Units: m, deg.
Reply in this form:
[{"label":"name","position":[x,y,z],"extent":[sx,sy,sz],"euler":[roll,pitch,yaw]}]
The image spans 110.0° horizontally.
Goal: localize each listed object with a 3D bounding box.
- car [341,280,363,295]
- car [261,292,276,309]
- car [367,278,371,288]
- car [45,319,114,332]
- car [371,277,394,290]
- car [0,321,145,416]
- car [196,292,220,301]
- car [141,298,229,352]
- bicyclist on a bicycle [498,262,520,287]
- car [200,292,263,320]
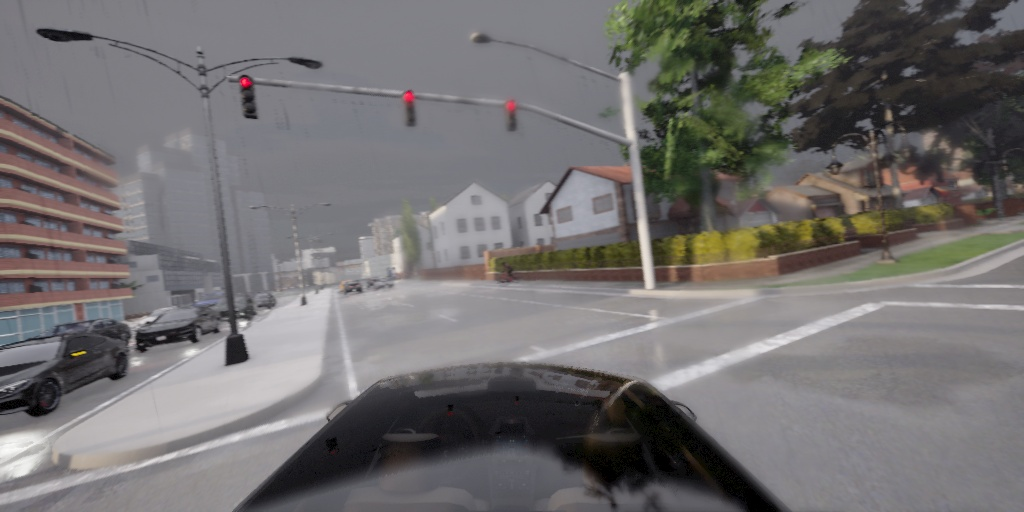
[{"label":"car","position":[-18.254,3.586,41.132],"extent":[1.837,1.490,4.892],"euler":[-7,0,-26]},{"label":"car","position":[-23.511,4.210,33.590],"extent":[2.128,1.511,4.902],"euler":[-7,0,-27]},{"label":"car","position":[-20.662,3.908,53.702],"extent":[1.837,1.490,4.892],"euler":[-7,0,-27]},{"label":"car","position":[-18.134,3.509,14.981],"extent":[2.128,1.511,4.902],"euler":[-7,0,-26]},{"label":"car","position":[-15.774,3.379,44.104],"extent":[1.895,1.301,4.718],"euler":[-7,0,-27]},{"label":"car","position":[-10.838,2.625,8.198],"extent":[1.812,1.442,4.674],"euler":[-7,0,-27]},{"label":"car","position":[-27.045,4.375,32.821],"extent":[2.150,2.045,5.566],"euler":[-7,0,-26]},{"label":"car","position":[-14.901,3.096,16.285],"extent":[1.882,1.535,5.008],"euler":[-7,0,-27]},{"label":"bicyclist on a bicycle","position":[-0.279,1.152,23.737],"extent":[1.656,1.620,0.582],"euler":[-14,3,-27]},{"label":"car","position":[-19.052,3.500,24.583],"extent":[2.097,1.767,4.553],"euler":[-7,0,-27]}]
